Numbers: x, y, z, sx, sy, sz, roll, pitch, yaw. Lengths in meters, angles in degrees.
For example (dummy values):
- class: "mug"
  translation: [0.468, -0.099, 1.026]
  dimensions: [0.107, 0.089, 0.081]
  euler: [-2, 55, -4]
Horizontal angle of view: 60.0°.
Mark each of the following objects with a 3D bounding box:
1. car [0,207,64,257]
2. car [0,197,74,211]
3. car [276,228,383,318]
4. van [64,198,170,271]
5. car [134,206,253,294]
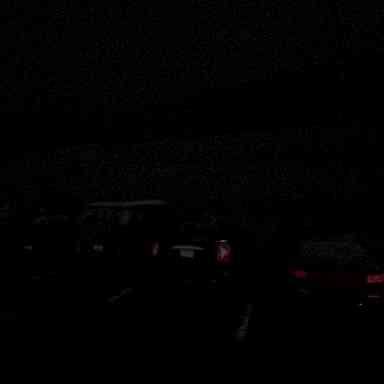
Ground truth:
- class: "car"
  translation: [-4.389, 1.486, 12.607]
  dimensions: [2.231, 1.521, 4.892]
  euler: [0, -1, 15]
- class: "car"
  translation: [-6.815, 1.232, 14.318]
  dimensions: [2.435, 2.045, 5.566]
  euler: [1, -1, 15]
- class: "car"
  translation: [2.895, 1.528, 7.412]
  dimensions: [2.002, 1.452, 4.674]
  euler: [0, -1, 16]
- class: "van"
  translation: [-1.928, 1.262, 10.996]
  dimensions: [1.878, 1.987, 4.442]
  euler: [0, -1, 15]
- class: "car"
  translation: [0.462, 1.361, 9.120]
  dimensions: [2.185, 1.767, 4.553]
  euler: [0, -1, 15]
